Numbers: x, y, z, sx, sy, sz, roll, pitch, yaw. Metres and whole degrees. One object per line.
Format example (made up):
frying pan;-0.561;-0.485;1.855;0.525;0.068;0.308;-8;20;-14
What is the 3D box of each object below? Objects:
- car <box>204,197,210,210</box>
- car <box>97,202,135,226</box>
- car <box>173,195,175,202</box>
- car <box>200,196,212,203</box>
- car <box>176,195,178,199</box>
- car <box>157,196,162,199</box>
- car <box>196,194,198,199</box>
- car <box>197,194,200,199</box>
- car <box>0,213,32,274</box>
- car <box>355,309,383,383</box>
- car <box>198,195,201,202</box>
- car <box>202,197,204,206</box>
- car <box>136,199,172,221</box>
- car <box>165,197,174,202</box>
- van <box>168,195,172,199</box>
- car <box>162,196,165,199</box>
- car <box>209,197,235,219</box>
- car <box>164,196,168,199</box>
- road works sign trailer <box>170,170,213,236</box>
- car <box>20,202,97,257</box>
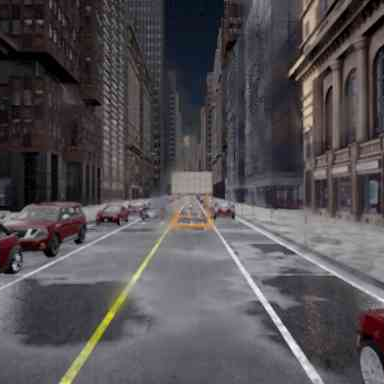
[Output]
car;2.758;1.691;41.521;1.752;1.417;4.829;0;0;0
car;-5.764;1.641;24.536;1.887;1.381;4.507;0;0;0
car;-5.774;1.764;80.554;1.967;1.590;4.097;0;0;0
car;2.756;1.755;52.555;1.887;1.381;4.507;0;0;0
car;-5.776;1.810;91.757;1.967;1.590;4.097;0;0;0
car;-5.768;1.627;46.943;1.967;1.590;4.097;0;0;0
car;2.748;1.915;91.770;1.887;1.381;4.507;0;0;0
car;2.752;1.741;74.964;1.967;1.590;4.097;0;0;0
car;-5.761;1.471;7.731;1.967;1.590;4.097;0;0;0
car;2.765;1.554;2.136;1.887;1.381;4.507;0;0;0
car;2.753;1.823;69.362;1.887;1.381;4.507;0;0;0
car;2.757;1.732;46.953;1.887;1.381;4.507;0;0;0
car;-3.104;1.603;28.130;2.128;1.511;4.902;0;0;0
car;-5.776;1.913;86.155;1.947;1.339;4.313;0;0;0
van;-5.772;1.619;69.351;1.690;1.788;3.998;0;0;0
car;-5.770;1.754;52.544;1.887;1.381;4.507;0;0;0
car;2.760;1.560;30.146;1.967;1.590;4.097;0;0;0
car;-5.771;1.777;58.147;1.887;1.381;4.507;0;0;0
road works sign trailer;-0.003;0.538;18.830;2.380;3.560;2.880;0;0;0
car;-5.761;1.367;13.333;2.192;1.841;5.009;0;0;0
